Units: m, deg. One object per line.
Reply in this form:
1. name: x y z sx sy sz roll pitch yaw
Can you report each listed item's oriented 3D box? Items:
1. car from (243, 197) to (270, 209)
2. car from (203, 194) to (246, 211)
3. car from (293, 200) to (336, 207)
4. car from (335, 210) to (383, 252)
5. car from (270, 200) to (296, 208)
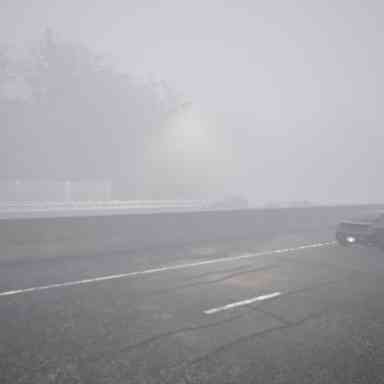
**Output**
1. car: 8.378 1.569 35.727 5.357 1.411 2.033 0 0 -35
2. car: 3.834 1.240 36.793 5.566 2.045 2.150 0 0 -35
3. car: 11.461 1.621 29.336 4.718 1.301 1.895 0 0 -35
4. car: 7.889 1.518 13.784 4.892 1.490 1.837 0 0 -35
5. car: 10.352 1.527 32.838 4.892 1.490 1.837 0 0 -35
